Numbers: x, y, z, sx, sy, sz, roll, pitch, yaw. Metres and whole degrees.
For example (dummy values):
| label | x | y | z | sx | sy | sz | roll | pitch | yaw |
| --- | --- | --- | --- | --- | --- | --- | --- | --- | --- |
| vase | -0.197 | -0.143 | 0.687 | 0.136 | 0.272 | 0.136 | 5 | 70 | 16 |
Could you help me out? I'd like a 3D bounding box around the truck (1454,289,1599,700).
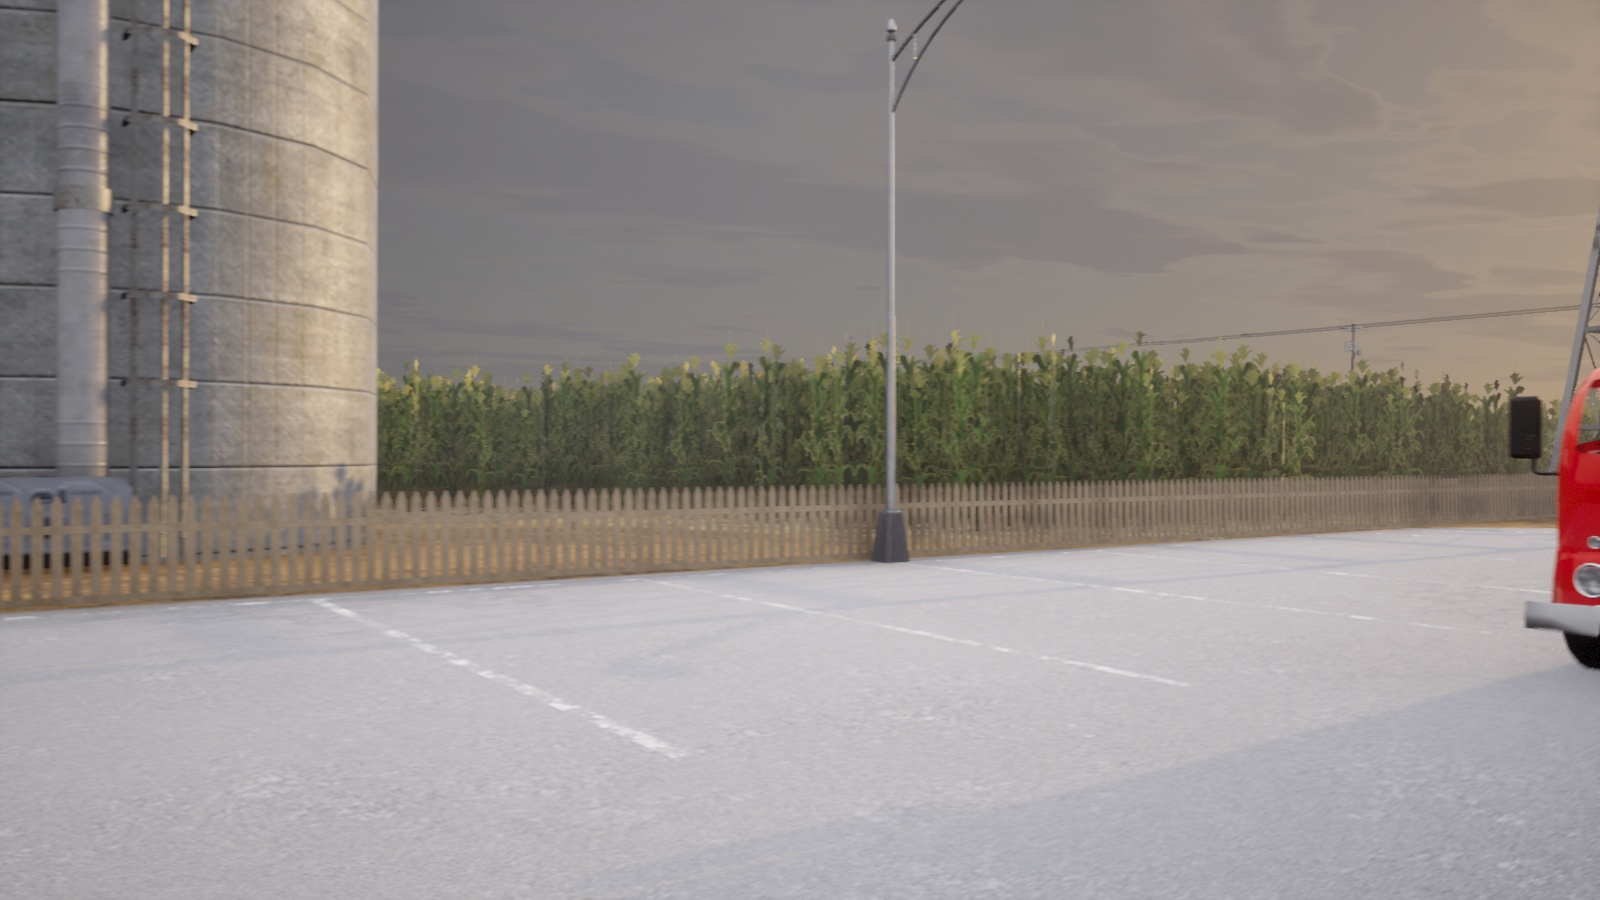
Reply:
| label | x | y | z | sx | sy | sz | roll | pitch | yaw |
| --- | --- | --- | --- | --- | --- | --- | --- | --- | --- |
| truck | 7.193 | 0.264 | 8.667 | 5.204 | 2.467 | 2.627 | 0 | 0 | -35 |
